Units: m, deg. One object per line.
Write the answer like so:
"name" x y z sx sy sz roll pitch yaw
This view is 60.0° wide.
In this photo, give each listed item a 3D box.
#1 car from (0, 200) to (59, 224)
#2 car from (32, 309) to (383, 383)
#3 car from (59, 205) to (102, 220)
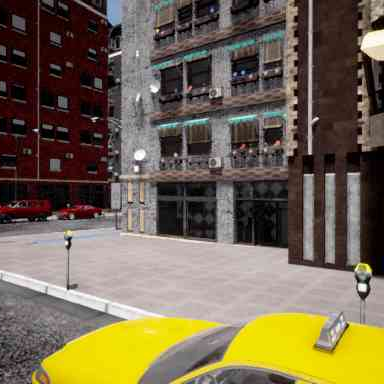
"car" -14.179 1.591 27.655 2.192 1.841 5.009 -1 -2 35
"car" 0.718 1.525 2.362 4.829 1.417 1.752 0 0 36
"car" -10.884 1.923 32.295 1.887 1.381 4.507 -1 -2 35
